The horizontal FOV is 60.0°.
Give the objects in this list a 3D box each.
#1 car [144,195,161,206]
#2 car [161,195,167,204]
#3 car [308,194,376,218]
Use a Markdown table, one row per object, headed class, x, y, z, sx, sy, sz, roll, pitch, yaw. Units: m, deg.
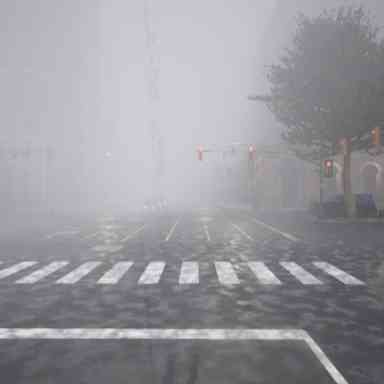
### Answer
| class | x | y | z | sx | sy | sz | roll | pitch | yaw |
| --- | --- | --- | --- | --- | --- | --- | --- | --- | --- |
| car | -6.753 | 1.483 | 55.237 | 1.882 | 1.535 | 5.008 | 0 | 0 | 1 |
| car | -6.666 | 1.359 | 64.304 | 2.097 | 1.767 | 4.553 | 0 | 0 | 1 |
| car | 13.176 | 1.224 | 29.319 | 5.566 | 2.045 | 2.150 | 0 | 0 | 1 |
